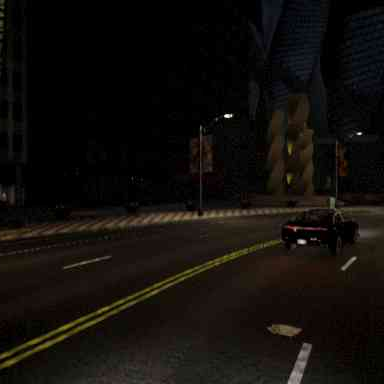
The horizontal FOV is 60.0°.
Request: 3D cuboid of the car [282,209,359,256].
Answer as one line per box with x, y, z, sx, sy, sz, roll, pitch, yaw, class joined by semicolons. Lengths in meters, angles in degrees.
5.145;1.422;13.021;2.128;1.511;4.902;0;0;37;car
